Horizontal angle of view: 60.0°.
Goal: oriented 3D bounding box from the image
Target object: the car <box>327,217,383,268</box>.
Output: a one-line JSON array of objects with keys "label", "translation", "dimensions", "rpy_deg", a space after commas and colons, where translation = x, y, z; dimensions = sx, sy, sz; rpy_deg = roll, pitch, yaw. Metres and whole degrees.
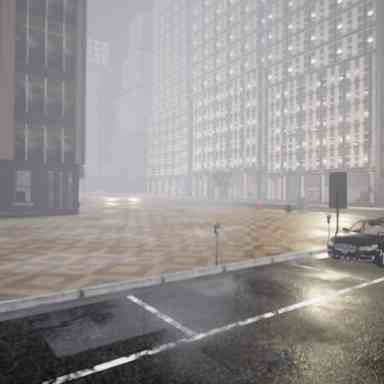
[{"label": "car", "translation": [6.351, 1.565, 11.240], "dimensions": [4.403, 1.369, 2.008], "rpy_deg": [0, 1, -36]}]
